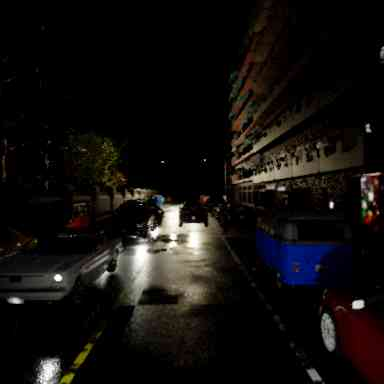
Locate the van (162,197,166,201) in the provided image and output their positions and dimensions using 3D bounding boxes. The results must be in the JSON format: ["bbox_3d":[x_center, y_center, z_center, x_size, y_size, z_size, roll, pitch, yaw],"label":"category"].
[{"bbox_3d":[-5.697,1.390,53.787,1.690,1.788,3.998,0,0,0],"label":"van"}]

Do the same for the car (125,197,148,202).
[{"bbox_3d":[-5.693,1.459,31.268,1.967,1.590,4.097,0,0,0],"label":"car"}]

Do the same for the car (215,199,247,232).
[{"bbox_3d":[2.690,1.450,20.008,1.967,1.590,4.097,0,0,0],"label":"car"}]

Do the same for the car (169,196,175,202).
[{"bbox_3d":[-5.702,1.636,81.768,1.752,1.417,4.829,0,0,0],"label":"car"}]

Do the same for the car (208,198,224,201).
[{"bbox_3d":[2.687,1.564,31.268,1.887,1.381,4.507,0,0,0],"label":"car"}]

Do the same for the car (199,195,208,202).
[{"bbox_3d":[2.679,1.538,76.309,1.967,1.590,4.097,0,0,0],"label":"car"}]

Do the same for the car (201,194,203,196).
[{"bbox_3d":[2.683,1.489,53.788,1.967,1.590,4.097,0,0,0],"label":"car"}]

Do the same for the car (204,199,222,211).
[{"bbox_3d":[2.685,1.583,42.529,2.008,1.369,4.403,0,0,0],"label":"car"}]

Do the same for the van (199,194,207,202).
[{"bbox_3d":[2.678,1.452,81.940,1.690,1.788,3.998,0,0,0],"label":"van"}]

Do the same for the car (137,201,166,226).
[{"bbox_3d":[-3.004,1.582,23.417,1.994,1.385,4.181,0,0,0],"label":"car"}]

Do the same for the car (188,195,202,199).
[{"bbox_3d":[0.089,1.513,45.374,1.882,1.535,5.008,0,0,0],"label":"car"}]

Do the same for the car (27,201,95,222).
[{"bbox_3d":[-5.690,1.320,14.377,2.192,1.841,5.009,0,0,0],"label":"car"}]

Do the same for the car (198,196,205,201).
[{"bbox_3d":[2.676,1.689,93.201,2.008,1.369,4.403,0,0,0],"label":"car"}]

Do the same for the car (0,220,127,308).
[{"bbox_3d":[-3.082,1.603,8.038,1.895,1.301,4.718,0,0,0],"label":"car"}]

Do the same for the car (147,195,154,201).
[{"bbox_3d":[-5.694,1.465,36.897,1.967,1.590,4.097,0,0,0],"label":"car"}]

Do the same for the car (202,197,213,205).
[{"bbox_3d":[2.682,1.642,59.419,1.802,1.307,4.206,0,0,0],"label":"car"}]

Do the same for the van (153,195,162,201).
[{"bbox_3d":[-5.696,1.381,48.157,1.690,1.788,3.998,0,0,0],"label":"van"}]

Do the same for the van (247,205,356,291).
[{"bbox_3d":[2.692,1.344,8.748,1.690,1.788,3.998,0,0,0],"label":"van"}]

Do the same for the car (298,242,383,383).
[{"bbox_3d":[2.692,1.546,3.117,1.887,1.381,4.507,0,0,0],"label":"car"}]

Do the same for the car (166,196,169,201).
[{"bbox_3d":[-5.698,1.610,59.417,2.008,1.369,4.403,0,0,0],"label":"car"}]

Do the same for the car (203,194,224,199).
[{"bbox_3d":[2.687,1.340,36.898,2.192,1.841,5.009,0,0,0],"label":"car"}]

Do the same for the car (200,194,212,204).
[{"bbox_3d":[2.681,1.387,65.049,2.192,1.841,5.009,0,0,0],"label":"car"}]

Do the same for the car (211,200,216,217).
[{"bbox_3d":[2.688,1.565,25.638,2.008,1.369,4.403,0,0,0],"label":"car"}]

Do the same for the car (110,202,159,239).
[{"bbox_3d":[-3.078,1.485,17.608,1.882,1.535,5.008,0,0,0],"label":"car"}]

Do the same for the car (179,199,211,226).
[{"bbox_3d":[0.095,1.490,23.412,1.882,1.535,5.008,0,0,0],"label":"car"}]

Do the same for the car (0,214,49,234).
[{"bbox_3d":[-5.689,1.528,8.577,1.752,1.417,4.829,0,0,0],"label":"car"}]

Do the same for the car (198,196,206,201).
[{"bbox_3d":[2.677,1.691,87.570,1.947,1.339,4.313,0,0,0],"label":"car"}]
